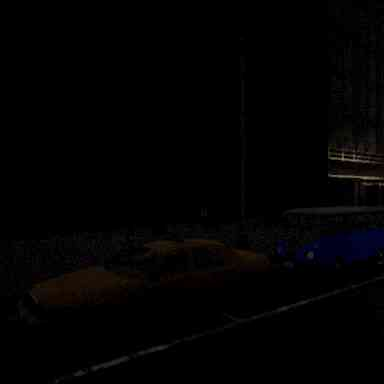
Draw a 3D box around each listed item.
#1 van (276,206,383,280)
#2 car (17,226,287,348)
[{"bbox_3d":[4.156,1.318,9.633,3.998,1.788,1.690,0,0,-36],"label":"van"},{"bbox_3d":[-0.542,1.517,6.268,4.829,1.417,1.752,0,0,-36],"label":"car"}]
